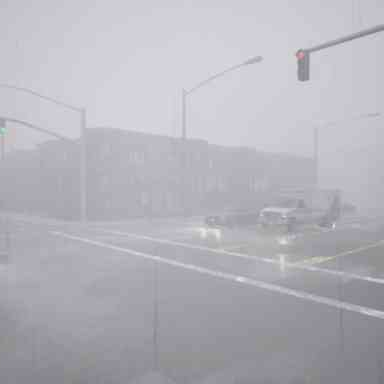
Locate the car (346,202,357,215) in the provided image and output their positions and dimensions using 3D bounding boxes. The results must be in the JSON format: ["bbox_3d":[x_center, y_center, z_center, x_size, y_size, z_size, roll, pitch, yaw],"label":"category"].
[{"bbox_3d":[13.763,1.579,31.519,4.718,1.301,1.895,0,0,-42],"label":"car"}]

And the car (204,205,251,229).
[{"bbox_3d":[2.734,1.536,21.583,4.181,1.385,1.994,0,0,-42],"label":"car"}]

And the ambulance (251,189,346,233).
[{"bbox_3d":[6.685,1.014,20.296,6.366,2.431,2.351,0,0,-42],"label":"ambulance"}]
